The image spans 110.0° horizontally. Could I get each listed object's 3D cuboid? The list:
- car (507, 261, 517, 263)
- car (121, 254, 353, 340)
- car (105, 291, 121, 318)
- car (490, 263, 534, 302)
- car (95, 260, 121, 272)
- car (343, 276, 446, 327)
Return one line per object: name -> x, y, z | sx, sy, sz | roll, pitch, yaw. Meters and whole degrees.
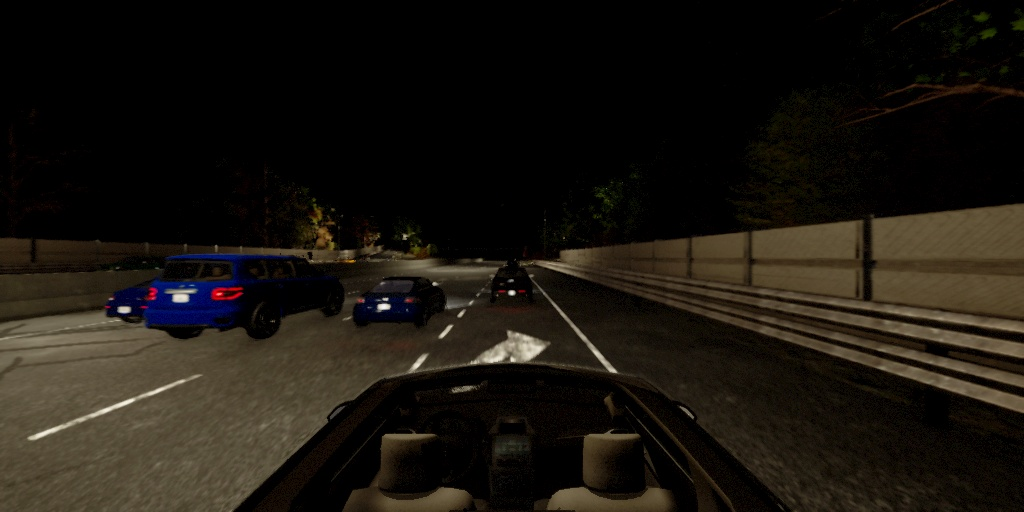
car -> -0.016, 1.362, 49.730 | 1.812, 1.442, 4.674 | 0, 0, 0
car -> -6.903, 0.975, 10.154 | 2.150, 2.045, 5.566 | 0, 0, 0
car -> -10.403, 1.279, 11.926 | 1.812, 1.442, 4.674 | 0, 0, 0
car -> -0.006, 1.268, 17.075 | 1.837, 1.490, 4.892 | 0, 0, 0
car -> -31.581, 1.001, 30.519 | 2.150, 2.045, 5.566 | 0, -1, 0
car -> -3.399, 1.319, 11.531 | 1.994, 1.385, 4.181 | 0, 0, 0
